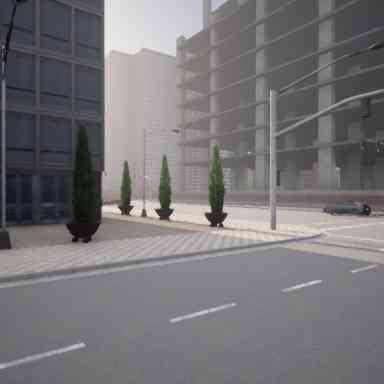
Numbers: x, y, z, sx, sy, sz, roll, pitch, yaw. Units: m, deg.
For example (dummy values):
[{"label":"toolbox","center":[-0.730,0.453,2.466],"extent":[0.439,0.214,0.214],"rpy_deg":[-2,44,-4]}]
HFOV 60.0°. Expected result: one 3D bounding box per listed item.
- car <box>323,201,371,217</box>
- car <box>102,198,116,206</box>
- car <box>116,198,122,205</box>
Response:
[{"label":"car","center":[15.028,1.550,32.344],"extent":[1.994,1.385,4.181],"rpy_deg":[0,0,-36]},{"label":"car","center":[-15.344,1.665,56.263],"extent":[2.033,1.411,5.357],"rpy_deg":[0,0,-36]},{"label":"car","center":[-12.496,1.717,58.297],"extent":[1.895,1.301,4.718],"rpy_deg":[0,0,-36]}]
